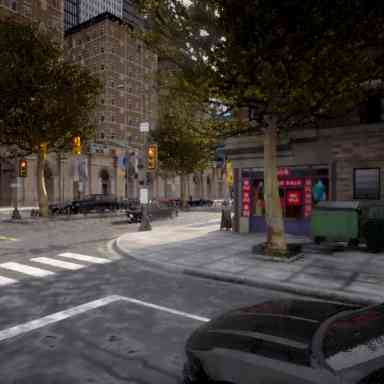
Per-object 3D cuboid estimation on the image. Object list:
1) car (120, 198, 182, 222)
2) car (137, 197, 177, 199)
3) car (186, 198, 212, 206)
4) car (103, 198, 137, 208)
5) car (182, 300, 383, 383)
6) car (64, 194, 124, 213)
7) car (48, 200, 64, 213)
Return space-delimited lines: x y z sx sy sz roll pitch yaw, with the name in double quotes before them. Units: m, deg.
"car" -3.096 1.505 26.698 1.837 1.490 4.892 0 0 36
"car" -4.602 1.478 44.403 1.882 1.535 5.008 0 0 36
"car" 1.411 1.601 52.743 1.895 1.301 4.718 0 0 36
"car" -10.282 1.595 47.897 1.895 1.301 4.718 0 0 36
"car" 2.197 1.478 2.290 5.008 1.535 1.882 0 0 36
"car" -10.501 1.221 36.206 2.150 2.045 5.566 0 0 36
"car" -13.767 1.547 37.656 2.033 1.411 5.357 0 0 36
